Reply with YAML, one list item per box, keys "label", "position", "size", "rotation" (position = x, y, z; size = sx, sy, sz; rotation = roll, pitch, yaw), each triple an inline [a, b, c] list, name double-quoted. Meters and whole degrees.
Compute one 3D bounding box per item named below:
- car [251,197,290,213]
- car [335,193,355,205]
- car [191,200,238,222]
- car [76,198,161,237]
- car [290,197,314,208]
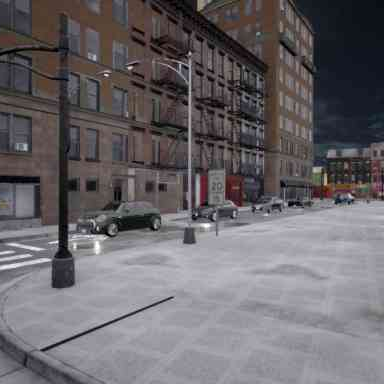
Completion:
- label: "car"
  position: [7.525, 1.222, 32.869]
  size: [2.128, 1.511, 4.902]
  rotation: [0, 1, 36]
- label: "car"
  position: [22.840, 0.954, 49.563]
  size: [2.097, 1.767, 4.553]
  rotation: [0, 1, 36]
- label: "car"
  position: [1.706, 1.304, 24.781]
  size: [1.837, 1.490, 4.892]
  rotation: [0, 1, 36]
- label: "car"
  position: [-3.699, 1.218, 17.308]
  size: [2.097, 1.767, 4.553]
  rotation: [0, 1, 37]
- label: "car"
  position: [13.396, 1.268, 40.970]
  size: [1.895, 1.301, 4.718]
  rotation: [0, 1, 36]
